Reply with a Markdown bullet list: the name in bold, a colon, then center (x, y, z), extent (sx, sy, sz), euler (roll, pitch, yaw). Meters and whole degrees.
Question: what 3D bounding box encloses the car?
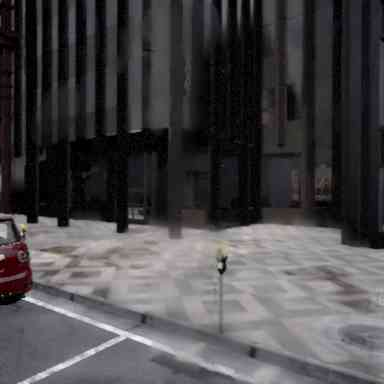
- **car**: center (-5.224, 1.291, 6.691), extent (5.009, 1.841, 2.192), euler (0, 0, 36)
